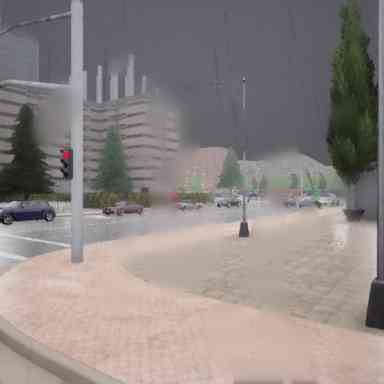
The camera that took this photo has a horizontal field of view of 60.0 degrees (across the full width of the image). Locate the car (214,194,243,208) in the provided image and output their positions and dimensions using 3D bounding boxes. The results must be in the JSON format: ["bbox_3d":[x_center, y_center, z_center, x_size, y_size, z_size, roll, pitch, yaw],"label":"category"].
[{"bbox_3d":[5.485,1.507,49.008,1.837,1.490,4.892,0,0,37],"label":"car"}]

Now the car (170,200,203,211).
[{"bbox_3d":[-0.664,1.603,40.618,1.895,1.301,4.718,0,0,36],"label":"car"}]

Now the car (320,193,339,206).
[{"bbox_3d":[22.086,1.223,53.720,2.150,2.045,5.566,0,0,36],"label":"car"}]

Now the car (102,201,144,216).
[{"bbox_3d":[-6.635,1.566,32.425,1.994,1.385,4.181,0,0,36],"label":"car"}]

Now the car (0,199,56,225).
[{"bbox_3d":[-12.479,1.355,24.375,2.097,1.767,4.553,0,0,36],"label":"car"}]

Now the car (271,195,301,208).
[{"bbox_3d":[13.581,1.506,47.974,1.837,1.490,4.892,0,0,36],"label":"car"}]

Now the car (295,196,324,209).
[{"bbox_3d":[16.241,1.565,45.684,1.994,1.385,4.181,0,0,36],"label":"car"}]

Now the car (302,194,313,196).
[{"bbox_3d":[19.527,1.527,56.156,1.812,1.442,4.674,0,0,36],"label":"car"}]
